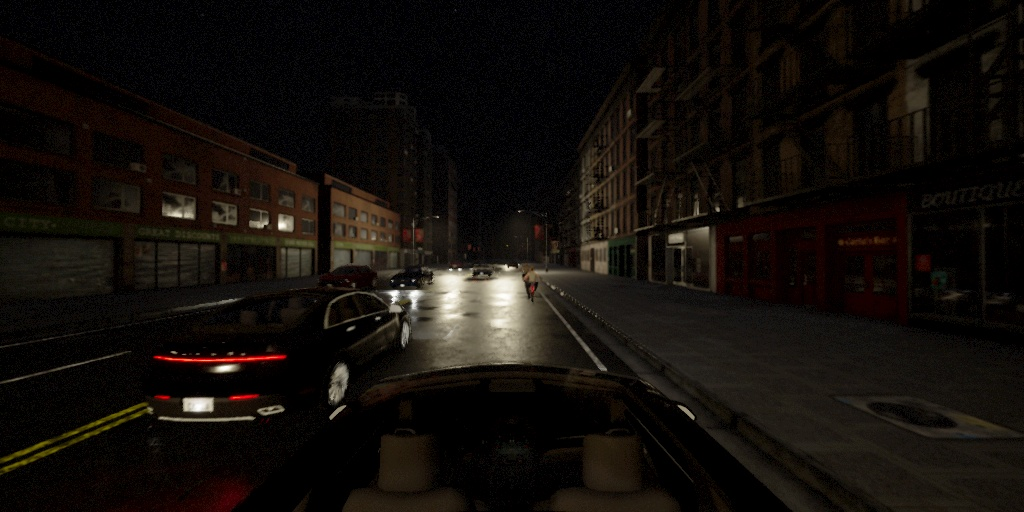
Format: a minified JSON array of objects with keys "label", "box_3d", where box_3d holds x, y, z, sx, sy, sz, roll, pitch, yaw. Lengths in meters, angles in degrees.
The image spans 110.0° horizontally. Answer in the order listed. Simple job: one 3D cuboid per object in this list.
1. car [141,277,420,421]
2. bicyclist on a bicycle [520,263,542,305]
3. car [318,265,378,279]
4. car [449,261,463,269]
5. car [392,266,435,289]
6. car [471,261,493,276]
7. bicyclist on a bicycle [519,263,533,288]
[{"label":"car","box_3d":[-3.146,1.274,6.024,1.837,1.490,4.892,0,-1,0]},{"label":"bicyclist on a bicycle","box_3d":[0.872,1.250,15.573,0.866,1.612,1.509,0,0,0]},{"label":"car","box_3d":[-9.833,1.321,21.809,1.882,1.535,5.008,0,0,0]},{"label":"car","box_3d":[-9.745,1.525,63.081,1.812,1.442,4.674,0,0,1]},{"label":"car","box_3d":[-6.582,1.400,24.184,2.033,1.411,5.357,0,0,0]},{"label":"car","box_3d":[-3.119,1.511,39.110,1.895,1.301,4.718,0,0,0]},{"label":"bicyclist on a bicycle","box_3d":[0.943,1.285,23.846,0.866,1.612,1.509,0,0,0]}]
